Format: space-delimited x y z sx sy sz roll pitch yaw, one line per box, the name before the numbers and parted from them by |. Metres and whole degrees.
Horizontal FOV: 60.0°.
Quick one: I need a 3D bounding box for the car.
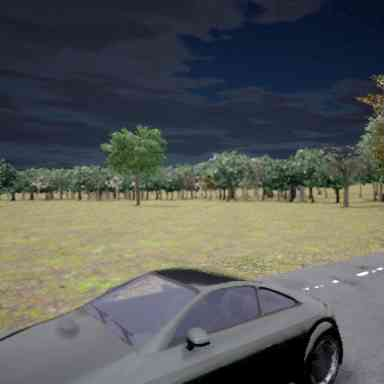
car | -0.152 1.627 3.732 4.181 1.385 1.994 1 -1 -37
